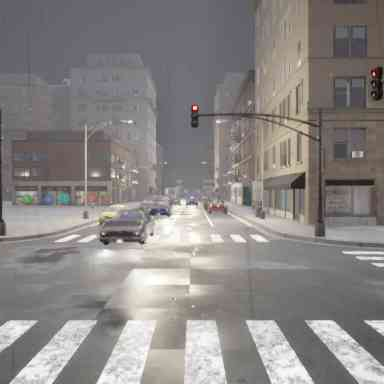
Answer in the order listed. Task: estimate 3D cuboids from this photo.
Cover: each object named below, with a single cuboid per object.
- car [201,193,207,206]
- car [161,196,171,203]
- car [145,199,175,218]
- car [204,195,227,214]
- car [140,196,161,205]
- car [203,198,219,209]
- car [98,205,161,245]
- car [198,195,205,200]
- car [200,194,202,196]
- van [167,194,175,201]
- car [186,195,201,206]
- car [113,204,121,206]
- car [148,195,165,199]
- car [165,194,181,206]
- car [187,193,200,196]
[{"bbox_3d":[2.627,1.317,41.058,2.192,1.841,5.009,0,0,0],"label":"car"},{"bbox_3d":[-5.406,1.530,69.196,1.752,1.417,4.829,0,0,0],"label":"car"},{"bbox_3d":[-2.856,1.601,30.631,1.895,1.301,4.718,0,0,0],"label":"car"},{"bbox_3d":[2.628,1.441,35.396,1.967,1.590,4.097,0,0,0],"label":"car"},{"bbox_3d":[-5.398,1.553,41.056,2.008,1.369,4.403,0,0,0],"label":"car"},{"bbox_3d":[2.625,1.568,46.720,1.947,1.339,4.313,0,0,0],"label":"car"},{"bbox_3d":[-2.851,1.546,15.763,2.033,1.411,5.357,0,0,0],"label":"car"},{"bbox_3d":[2.613,1.575,92.015,1.947,1.339,4.313,0,0,0],"label":"car"},{"bbox_3d":[2.619,1.555,69.367,2.008,1.369,4.403,0,0,0],"label":"car"},{"bbox_3d":[-5.410,1.349,86.351,1.690,1.788,3.998,0,0,0],"label":"van"},{"bbox_3d":[-0.014,1.604,53.887,1.895,1.301,4.718,0,0,0],"label":"car"},{"bbox_3d":[-5.394,1.526,23.900,1.752,1.417,4.829,0,0,0],"label":"car"},{"bbox_3d":[-5.400,1.317,46.718,2.192,1.841,5.009,0,0,0],"label":"car"},{"bbox_3d":[-2.795,1.551,54.927,2.033,1.411,5.357,0,0,0],"label":"car"},{"bbox_3d":[-0.017,1.225,64.189,2.150,2.045,5.566,0,0,0],"label":"car"}]
